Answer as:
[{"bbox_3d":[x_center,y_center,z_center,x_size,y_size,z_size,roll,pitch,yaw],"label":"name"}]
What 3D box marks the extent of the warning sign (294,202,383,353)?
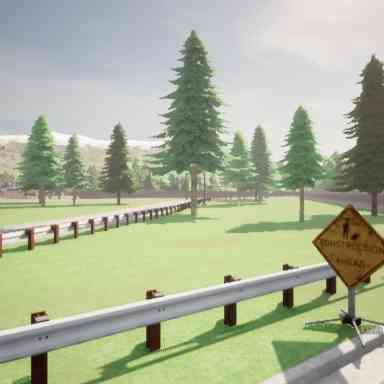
[{"bbox_3d":[2.421,1.112,5.043,1.060,1.860,1.300,0,0,-36],"label":"warning sign"}]
